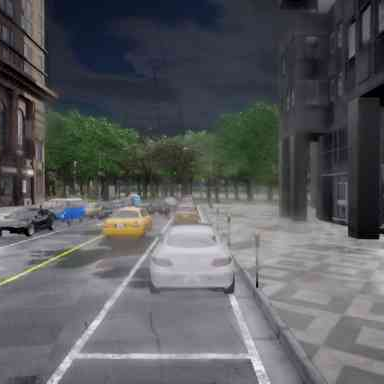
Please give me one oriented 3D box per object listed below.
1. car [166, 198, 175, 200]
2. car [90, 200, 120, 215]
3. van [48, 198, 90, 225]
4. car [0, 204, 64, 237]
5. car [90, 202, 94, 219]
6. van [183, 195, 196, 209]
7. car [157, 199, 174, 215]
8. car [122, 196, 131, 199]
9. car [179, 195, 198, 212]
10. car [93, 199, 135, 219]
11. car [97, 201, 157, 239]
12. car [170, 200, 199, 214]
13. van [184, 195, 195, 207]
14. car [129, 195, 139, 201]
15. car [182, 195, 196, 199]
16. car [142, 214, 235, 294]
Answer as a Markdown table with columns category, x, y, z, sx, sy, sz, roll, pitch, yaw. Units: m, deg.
| category | x | y | z | sx | sy | sz | roll | pitch | yaw |
| --- | --- | --- | --- | --- | --- | --- | --- | --- | --- |
| car | -3.043 | 1.538 | 47.926 | 1.812 | 1.442 | 4.674 | 0 | 0 | 0 |
| car | -8.909 | 1.572 | 34.448 | 1.947 | 1.339 | 4.313 | 0 | 0 | 0 |
| van | -8.909 | 1.344 | 23.573 | 1.690 | 1.788 | 3.998 | 0 | 0 | 0 |
| car | -8.909 | 1.567 | 18.136 | 1.947 | 1.339 | 4.313 | 0 | 0 | 0 |
| car | -8.909 | 1.529 | 28.841 | 1.752 | 1.417 | 4.829 | 0 | 0 | 0 |
| van | -0.384 | 1.353 | 45.324 | 1.690 | 1.788 | 3.998 | 0 | 0 | 0 |
| car | -3.052 | 1.606 | 31.393 | 1.895 | 1.301 | 4.718 | 0 | 0 | 0 |
| car | -8.909 | 1.534 | 39.716 | 1.752 | 1.417 | 4.829 | 0 | 0 | 0 |
| car | -0.384 | 1.324 | 39.886 | 2.192 | 1.841 | 5.009 | 0 | 0 | 0 |
| car | -6.243 | 1.567 | 27.106 | 1.994 | 1.385 | 4.181 | 0 | 0 | 0 |
| car | -3.147 | 1.460 | 17.184 | 1.801 | 1.575 | 5.366 | 0 | 0 | 0 |
| car | -0.384 | 1.528 | 23.743 | 1.752 | 1.417 | 4.829 | 0 | 0 | 0 |
| van | -0.384 | 1.355 | 50.761 | 1.690 | 1.788 | 3.998 | 0 | 0 | 0 |
| car | -8.910 | 1.452 | 45.324 | 1.967 | 1.590 | 4.097 | 0 | 0 | 0 |
| car | -0.384 | 1.446 | 34.448 | 1.967 | 1.590 | 4.097 | 0 | 0 | 0 |
| car | 0.003 | 1.526 | 8.650 | 1.812 | 1.442 | 4.674 | 0 | 0 | 0 |
